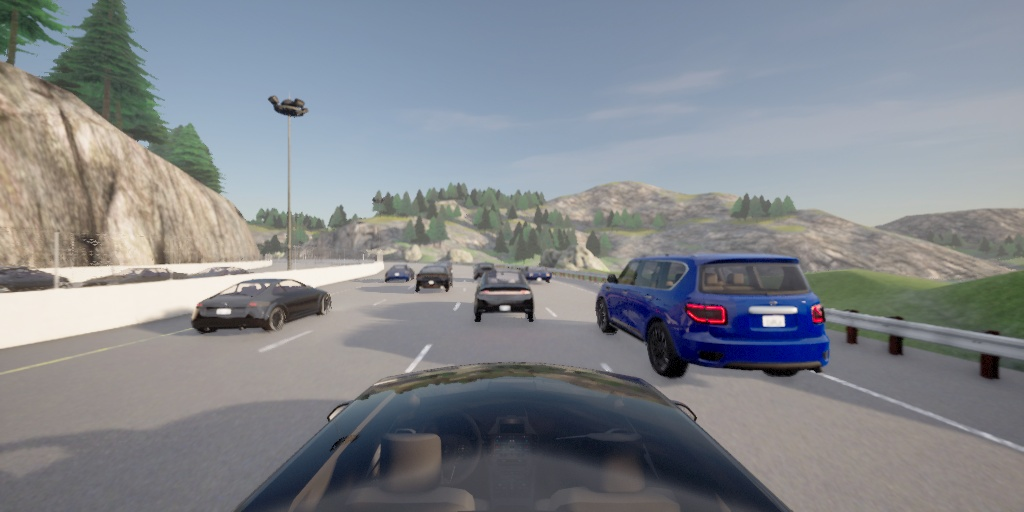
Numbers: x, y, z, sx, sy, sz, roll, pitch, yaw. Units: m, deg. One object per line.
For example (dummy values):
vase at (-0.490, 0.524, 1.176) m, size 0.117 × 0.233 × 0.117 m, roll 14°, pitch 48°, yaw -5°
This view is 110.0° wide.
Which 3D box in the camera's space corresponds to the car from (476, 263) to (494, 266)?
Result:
car at (-2.380, 1.315, 31.289) m, size 1.837 × 1.490 × 4.892 m, roll 0°, pitch 0°, yaw -9°

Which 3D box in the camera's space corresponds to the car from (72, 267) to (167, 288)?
car at (-22.256, 1.393, 21.615) m, size 2.033 × 1.411 × 5.357 m, roll 0°, pitch 0°, yaw -6°

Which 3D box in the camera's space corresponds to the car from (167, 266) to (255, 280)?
car at (-18.913, 1.387, 23.309) m, size 2.033 × 1.411 × 5.357 m, roll 0°, pitch 0°, yaw -7°

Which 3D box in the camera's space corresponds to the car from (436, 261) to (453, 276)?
car at (-7.573, 1.366, 40.119) m, size 1.812 × 1.442 × 4.674 m, roll 0°, pitch 0°, yaw -12°

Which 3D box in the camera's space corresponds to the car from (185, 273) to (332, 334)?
car at (-7.250, 1.350, 10.893) m, size 1.994 × 1.385 × 4.181 m, roll 0°, pitch 0°, yaw -3°

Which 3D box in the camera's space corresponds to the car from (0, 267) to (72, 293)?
car at (-25.470, 1.413, 18.252) m, size 1.994 × 1.385 × 4.181 m, roll 0°, pitch 0°, yaw -5°

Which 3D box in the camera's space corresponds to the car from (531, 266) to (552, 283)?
car at (1.671, 1.394, 27.947) m, size 1.895 × 1.301 × 4.718 m, roll 0°, pitch 0°, yaw -8°

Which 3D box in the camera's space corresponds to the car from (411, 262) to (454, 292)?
car at (-4.637, 1.277, 21.865) m, size 1.882 × 1.535 × 5.008 m, roll 0°, pitch 0°, yaw -6°

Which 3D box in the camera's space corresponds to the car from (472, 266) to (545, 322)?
car at (-0.329, 1.262, 12.519) m, size 2.128 × 1.511 × 4.902 m, roll 0°, pitch 0°, yaw -3°

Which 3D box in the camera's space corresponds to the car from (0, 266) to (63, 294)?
car at (-29.155, 1.369, 20.216) m, size 1.837 × 1.490 × 4.892 m, roll 0°, pitch -1°, yaw -6°

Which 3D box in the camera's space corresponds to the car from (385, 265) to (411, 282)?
car at (-9.238, 1.390, 29.852) m, size 1.994 × 1.385 × 4.181 m, roll 0°, pitch 0°, yaw -9°

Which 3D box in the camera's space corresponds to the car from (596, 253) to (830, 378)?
car at (3.429, 0.973, 7.499) m, size 2.150 × 2.045 × 5.566 m, roll 0°, pitch 0°, yaw -2°
